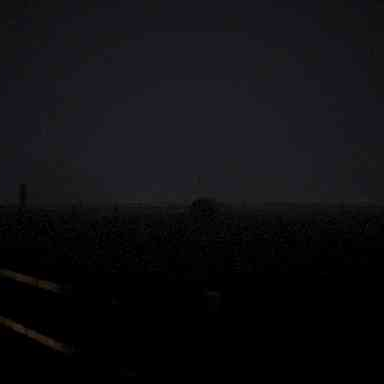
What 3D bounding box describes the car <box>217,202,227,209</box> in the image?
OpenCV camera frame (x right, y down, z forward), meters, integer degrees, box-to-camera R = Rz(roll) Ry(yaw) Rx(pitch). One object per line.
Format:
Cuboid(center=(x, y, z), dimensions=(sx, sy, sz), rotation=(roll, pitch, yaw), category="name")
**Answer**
Cuboid(center=(4.036, 2.313, 56.970), dimensions=(1.895, 1.301, 4.718), rotation=(-1, -1, 35), category="car")
